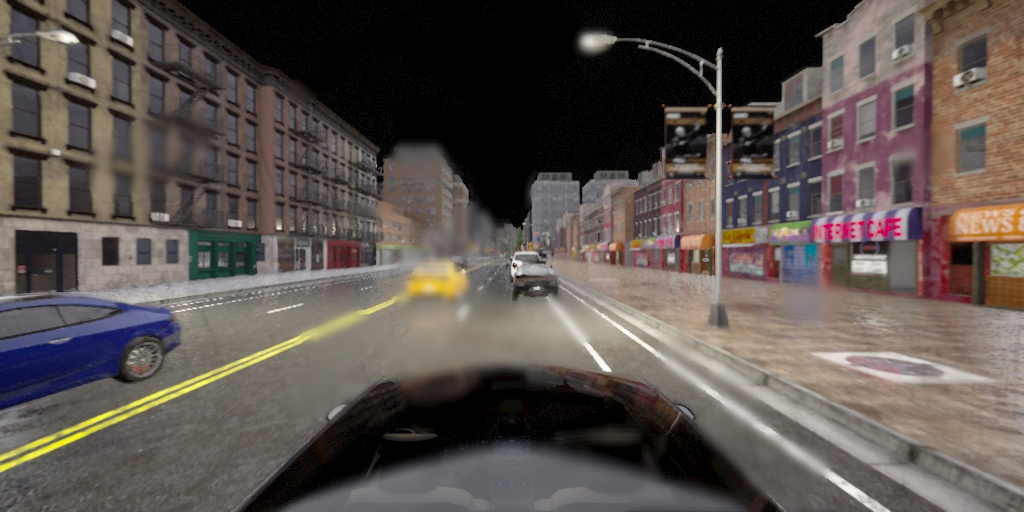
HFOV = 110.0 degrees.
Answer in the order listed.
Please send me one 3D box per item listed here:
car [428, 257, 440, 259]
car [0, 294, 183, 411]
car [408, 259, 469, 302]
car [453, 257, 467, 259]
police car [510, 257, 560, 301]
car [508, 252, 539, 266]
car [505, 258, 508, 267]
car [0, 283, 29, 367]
[{"bbox_3d":[-9.819,0.885,45.152,1.812,1.442,4.674,0,0,0],"label":"car"},{"bbox_3d":[-6.611,1.248,4.293,1.812,1.442,4.674,0,1,0],"label":"car"},{"bbox_3d":[-3.147,1.068,16.061,1.882,1.535,5.008,0,1,0],"label":"car"},{"bbox_3d":[-6.571,0.838,44.911,1.882,1.535,5.008,0,1,0],"label":"car"},{"bbox_3d":[0.979,1.014,16.171,1.930,1.638,5.238,0,1,0],"label":"police car"},{"bbox_3d":[0.983,0.711,26.090,2.150,2.045,5.566,0,1,0],"label":"car"},{"bbox_3d":[0.021,0.869,51.275,2.033,1.411,5.357,0,0,0],"label":"car"},{"bbox_3d":[-9.848,1.248,4.292,1.812,1.442,4.674,0,1,0],"label":"car"}]
